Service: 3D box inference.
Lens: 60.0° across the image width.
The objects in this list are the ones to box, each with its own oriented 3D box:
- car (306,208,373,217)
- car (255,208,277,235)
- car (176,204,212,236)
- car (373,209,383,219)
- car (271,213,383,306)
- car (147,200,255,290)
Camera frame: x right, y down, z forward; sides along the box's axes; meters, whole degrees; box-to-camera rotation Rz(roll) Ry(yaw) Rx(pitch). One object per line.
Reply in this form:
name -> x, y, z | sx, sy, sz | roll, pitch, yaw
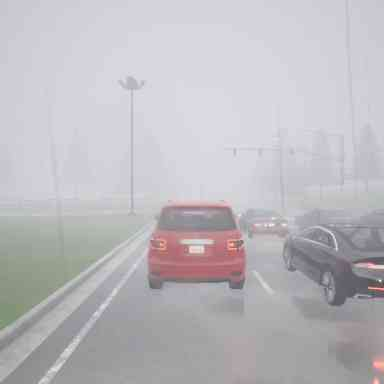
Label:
car -> 7.136, 1.548, 17.837 | 2.033, 1.411, 5.357 | 0, 0, 0
car -> 3.638, 1.548, 17.725 | 2.033, 1.411, 5.357 | 0, 0, 0
car -> 0.124, 1.526, 19.275 | 1.812, 1.442, 4.674 | 0, 0, 0
car -> 10.638, 1.564, 17.921 | 1.994, 1.385, 4.181 | 0, 0, 0
car -> 3.615, 1.492, 8.012 | 2.128, 1.511, 4.902 | 0, 0, 0
car -> 0.112, 1.221, 9.223 | 2.150, 2.045, 5.566 | 0, 0, 0
